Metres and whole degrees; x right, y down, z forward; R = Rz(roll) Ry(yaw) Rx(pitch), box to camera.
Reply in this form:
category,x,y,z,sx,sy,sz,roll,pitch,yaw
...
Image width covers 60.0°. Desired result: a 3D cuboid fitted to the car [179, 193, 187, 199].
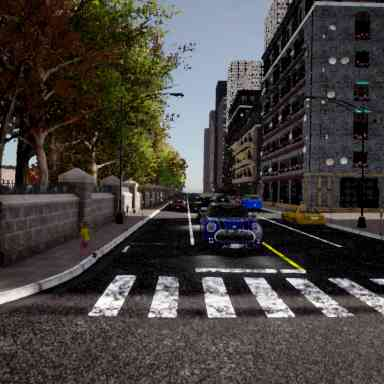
category,x,y,z,sx,sy,sz,roll,pitch,yaw
car,-2.394,0.997,87.765,1.947,1.339,4.313,1,0,-1

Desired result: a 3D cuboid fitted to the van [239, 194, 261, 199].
category,x,y,z,sx,sy,sz,roll,pitch,yaw
van,6.824,1.192,38.067,1.690,1.788,3.998,1,0,-1

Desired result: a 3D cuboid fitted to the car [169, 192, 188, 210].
category,x,y,z,sx,sy,sz,roll,pitch,yaw
car,-1.556,1.138,37.924,1.967,1.590,4.097,1,0,-1

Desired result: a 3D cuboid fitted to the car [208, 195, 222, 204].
category,x,y,z,sx,sy,sz,roll,pitch,yaw
car,3.912,1.301,56.752,1.895,1.301,4.718,1,0,-1

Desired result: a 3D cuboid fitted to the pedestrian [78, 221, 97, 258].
category,x,y,z,sx,sy,sz,roll,pitch,yaw
pedestrian,-3.057,1.347,9.540,0.500,1.100,0.500,1,0,-1

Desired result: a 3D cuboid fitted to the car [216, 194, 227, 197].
category,x,y,z,sx,sy,sz,roll,pitch,yaw
car,4.082,1.107,46.709,2.097,1.767,4.553,1,0,0

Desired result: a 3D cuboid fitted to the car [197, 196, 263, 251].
category,x,y,z,sx,sy,sz,roll,pitch,yaw
car,1.439,1.238,13.553,2.097,1.767,4.553,1,0,-1

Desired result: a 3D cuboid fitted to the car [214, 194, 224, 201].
category,x,y,z,sx,sy,sz,roll,pitch,yaw
car,6.169,1.191,76.833,2.008,1.369,4.403,1,0,-1

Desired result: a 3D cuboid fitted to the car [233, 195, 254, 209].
category,x,y,z,sx,sy,sz,roll,pitch,yaw
car,6.729,1.260,43.606,1.967,1.590,4.097,1,0,-1

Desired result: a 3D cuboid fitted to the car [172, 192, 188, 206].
category,x,y,z,sx,sy,sz,roll,pitch,yaw
car,-1.739,0.952,48.999,2.192,1.841,5.009,1,0,-1

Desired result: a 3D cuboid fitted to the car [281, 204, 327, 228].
category,x,y,z,sx,sy,sz,roll,pitch,yaw
car,7.094,1.470,21.624,1.752,1.417,4.829,1,0,-1

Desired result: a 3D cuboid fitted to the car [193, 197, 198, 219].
category,x,y,z,sx,sy,sz,roll,pitch,yaw
car,1.266,1.353,23.595,1.812,1.442,4.674,1,0,-1

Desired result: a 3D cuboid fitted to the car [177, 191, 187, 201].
category,x,y,z,sx,sy,sz,roll,pitch,yaw
car,-2.110,0.832,71.150,2.192,1.841,5.009,1,0,-1
